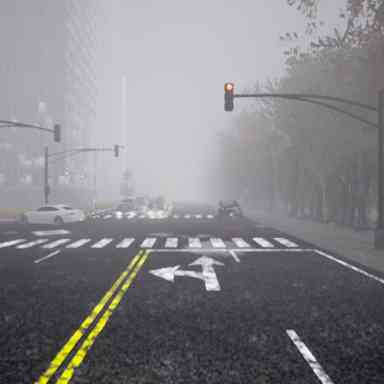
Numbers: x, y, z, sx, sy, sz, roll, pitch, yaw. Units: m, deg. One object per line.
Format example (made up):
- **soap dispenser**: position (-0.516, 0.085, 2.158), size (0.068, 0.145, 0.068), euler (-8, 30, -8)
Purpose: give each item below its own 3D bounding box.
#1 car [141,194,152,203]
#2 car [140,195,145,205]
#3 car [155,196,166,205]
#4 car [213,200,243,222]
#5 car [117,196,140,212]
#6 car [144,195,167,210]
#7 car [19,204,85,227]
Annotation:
- **car**: position (-9.507, 1.334, 70.013), size (2.097, 1.767, 4.553), euler (0, 0, -5)
- **car**: position (-8.517, 1.487, 54.911), size (1.837, 1.490, 4.892), euler (0, 0, -4)
- **car**: position (-5.568, 1.488, 59.793), size (1.837, 1.490, 4.892), euler (0, 0, -4)
- **car**: position (2.776, 1.408, 26.055), size (2.128, 1.511, 4.902), euler (-6, -1, 0)
- **car**: position (-7.669, 1.510, 39.554), size (1.812, 1.442, 4.674), euler (0, 0, -3)
- **car**: position (-4.552, 1.474, 42.319), size (2.128, 1.511, 4.902), euler (0, 0, -3)
- **car**: position (-9.549, 1.579, 22.747), size (4.674, 1.442, 1.812), euler (0, 0, 19)
